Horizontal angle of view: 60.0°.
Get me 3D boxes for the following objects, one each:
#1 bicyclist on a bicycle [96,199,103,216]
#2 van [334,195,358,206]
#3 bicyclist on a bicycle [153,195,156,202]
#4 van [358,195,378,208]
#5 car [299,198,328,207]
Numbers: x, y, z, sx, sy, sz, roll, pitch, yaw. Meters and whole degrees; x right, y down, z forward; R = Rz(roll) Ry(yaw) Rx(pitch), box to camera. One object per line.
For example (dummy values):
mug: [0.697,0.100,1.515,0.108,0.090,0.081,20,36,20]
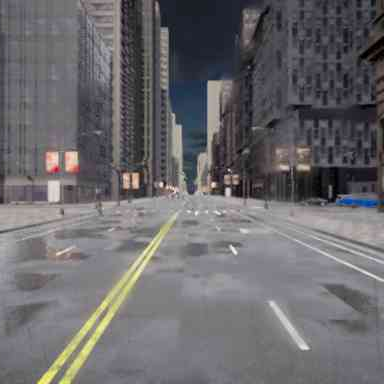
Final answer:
bicyclist on a bicycle: [-8.760,1.490,31.550,0.582,1.620,1.656,0,0,0]
van: [24.729,1.358,52.513,3.998,1.788,1.690,0,0,0]
bicyclist on a bicycle: [-8.756,1.548,77.219,0.866,1.612,1.509,0,0,0]
van: [24.697,1.337,43.988,3.998,1.788,1.690,0,0,0]
car: [19.111,1.578,52.536,4.403,1.369,2.008,0,0,0]
